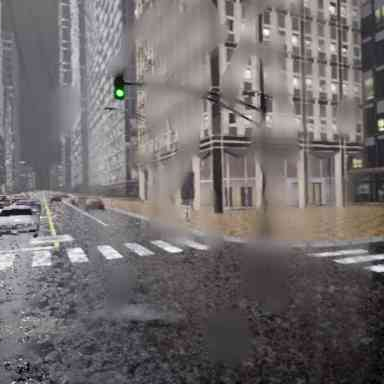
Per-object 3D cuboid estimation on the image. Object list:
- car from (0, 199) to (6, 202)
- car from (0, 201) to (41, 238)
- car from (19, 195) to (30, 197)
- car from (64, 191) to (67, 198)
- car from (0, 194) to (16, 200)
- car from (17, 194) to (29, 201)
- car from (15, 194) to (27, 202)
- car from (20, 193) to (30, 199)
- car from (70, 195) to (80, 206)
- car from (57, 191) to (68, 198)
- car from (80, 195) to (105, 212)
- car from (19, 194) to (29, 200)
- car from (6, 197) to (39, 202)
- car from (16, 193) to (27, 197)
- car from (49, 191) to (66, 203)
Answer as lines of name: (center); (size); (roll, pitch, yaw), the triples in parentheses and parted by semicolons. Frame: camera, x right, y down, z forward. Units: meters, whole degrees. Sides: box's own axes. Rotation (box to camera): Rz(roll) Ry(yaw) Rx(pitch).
car: (-15.108, 1.458, 24.618); (1.802, 1.307, 4.206); (0, 0, -24)
car: (-8.610, 1.413, 16.466); (1.812, 1.442, 4.674); (-1, 1, -24)
car: (-16.806, 1.352, 34.663); (1.895, 1.301, 4.718); (-1, 1, -24)
car: (-30.432, 0.853, 78.954); (1.887, 1.381, 4.507); (0, 0, -24)
car: (-17.401, 1.152, 29.698); (2.192, 1.841, 5.009); (0, 0, -24)
car: (-35.743, 1.084, 70.354); (2.008, 1.369, 4.403); (0, 0, -24)
car: (-33.451, 1.115, 65.272); (1.887, 1.381, 4.507); (0, 0, -24)
car: (-40.329, 1.002, 80.517); (1.887, 1.381, 4.507); (0, 0, -24)
car: (-14.446, 1.099, 43.524); (1.752, 1.417, 4.829); (0, 0, -24)
car: (-32.726, 0.586, 84.036); (2.192, 1.841, 5.009); (0, 0, -24)
car: (-9.789, 1.233, 33.200); (1.802, 1.307, 4.206); (0, 0, -24)
car: (-38.036, 1.061, 75.435); (1.947, 1.339, 4.313); (0, 0, -24)
car: (-12.580, 1.369, 25.277); (2.033, 1.411, 5.357); (-1, 1, -24)
car: (-28.865, 1.191, 55.108); (1.887, 1.381, 4.507); (0, 0, -24)
car: (-22.665, 1.082, 55.368); (2.033, 1.411, 5.357); (-1, 1, -24)
